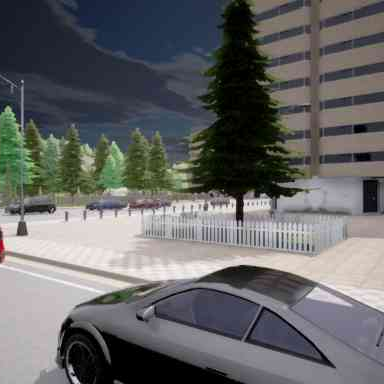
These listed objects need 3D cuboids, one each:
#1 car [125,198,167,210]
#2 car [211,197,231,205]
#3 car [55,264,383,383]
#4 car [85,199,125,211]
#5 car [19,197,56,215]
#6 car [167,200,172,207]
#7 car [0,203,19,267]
[{"bbox_3d":[-5.719,1.525,41.909,1.812,1.442,4.674,0,0,35],"label":"car"},{"bbox_3d":[5.056,1.563,57.028,1.994,1.385,4.181,0,0,35],"label":"car"},{"bbox_3d":[0.373,1.564,3.726,4.181,1.385,1.994,0,0,35],"label":"car"},{"bbox_3d":[-10.612,1.547,41.391,2.033,1.411,5.357,0,0,35],"label":"car"},{"bbox_3d":[-16.187,1.352,33.554,2.097,1.767,4.553,0,0,35],"label":"car"},{"bbox_3d":[-4.923,1.564,49.362,1.994,1.385,4.181,0,0,36],"label":"car"},{"bbox_3d":[-7.318,1.221,9.157,5.566,2.045,2.150,0,0,36],"label":"car"}]
